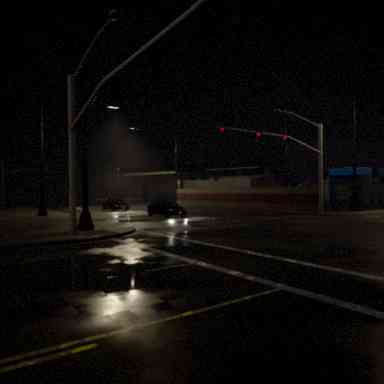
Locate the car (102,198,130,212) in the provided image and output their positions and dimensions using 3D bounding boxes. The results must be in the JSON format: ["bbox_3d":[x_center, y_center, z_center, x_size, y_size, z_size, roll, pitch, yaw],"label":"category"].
[{"bbox_3d":[-8.873,1.478,38.447,1.812,1.442,4.674,-1,0,-36],"label":"car"}]

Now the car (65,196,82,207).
[{"bbox_3d":[-17.693,1.325,50.368,2.097,1.767,4.553,-1,0,-36],"label":"car"}]

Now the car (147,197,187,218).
[{"bbox_3d":[-2.376,1.463,29.683,1.812,1.442,4.674,-1,0,-37],"label":"car"}]

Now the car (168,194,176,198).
[{"bbox_3d":[-2.455,1.108,70.990,3.806,1.475,1.970,-1,0,-35],"label":"car"}]

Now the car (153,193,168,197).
[{"bbox_3d":[-6.422,0.964,75.215,4.611,1.667,2.242,-1,0,-35],"label":"car"}]
